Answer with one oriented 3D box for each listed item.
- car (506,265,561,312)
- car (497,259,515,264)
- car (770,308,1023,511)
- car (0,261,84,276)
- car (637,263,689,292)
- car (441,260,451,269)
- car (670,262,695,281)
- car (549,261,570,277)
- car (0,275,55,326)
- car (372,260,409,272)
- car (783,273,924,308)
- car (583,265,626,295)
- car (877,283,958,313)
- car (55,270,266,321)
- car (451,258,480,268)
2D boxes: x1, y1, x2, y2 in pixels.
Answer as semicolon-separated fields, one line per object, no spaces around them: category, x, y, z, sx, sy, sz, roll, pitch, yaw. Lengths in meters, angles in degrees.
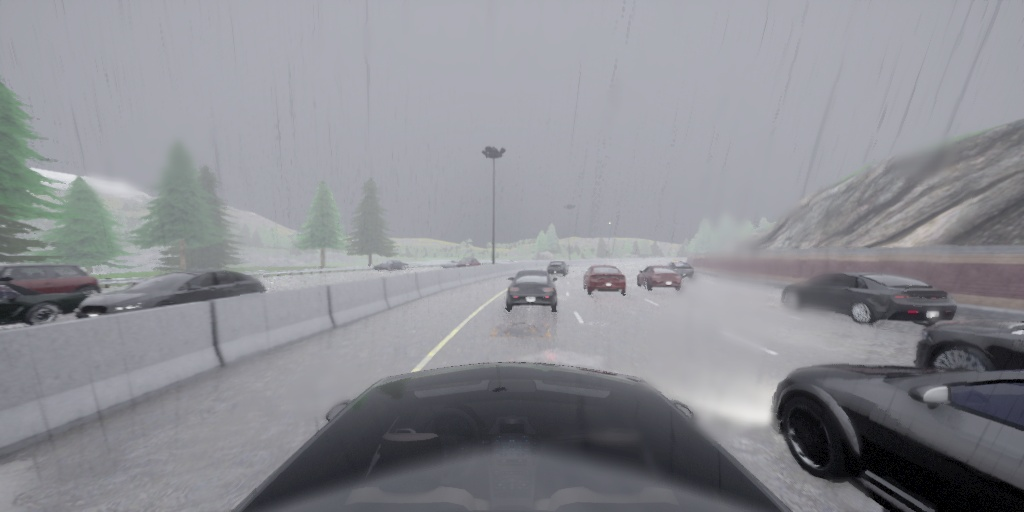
car;0.830;1.269;14.208;1.812;1.442;4.674;0;0;5
car;-0.866;1.233;54.001;1.812;1.442;4.674;0;0;21
car;3.692;1.324;2.025;1.994;1.385;4.181;0;0;0
car;-17.079;1.046;11.975;2.097;1.767;4.553;0;0;4
car;8.800;1.285;21.606;1.812;1.442;4.674;0;0;9
car;-8.637;1.288;53.109;1.895;1.301;4.718;0;0;20
car;14.115;1.259;30.557;2.128;1.511;4.902;0;0;13
car;4.644;1.241;35.940;1.837;1.490;4.892;0;0;14
car;-13.822;1.307;8.565;1.895;1.301;4.718;0;0;3
car;-14.992;1.223;44.628;2.033;1.411;5.357;0;0;16
car;11.132;1.279;11.710;1.837;1.490;4.892;0;0;5
car;5.004;1.228;19.811;1.882;1.535;5.008;0;0;8
car;7.211;1.260;3.573;2.128;1.511;4.902;0;0;1
car;-10.138;1.219;11.240;1.837;1.490;4.892;0;0;4
car;-6.112;1.049;49.574;2.097;1.767;4.553;0;0;18
